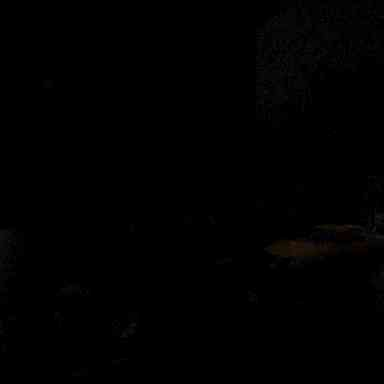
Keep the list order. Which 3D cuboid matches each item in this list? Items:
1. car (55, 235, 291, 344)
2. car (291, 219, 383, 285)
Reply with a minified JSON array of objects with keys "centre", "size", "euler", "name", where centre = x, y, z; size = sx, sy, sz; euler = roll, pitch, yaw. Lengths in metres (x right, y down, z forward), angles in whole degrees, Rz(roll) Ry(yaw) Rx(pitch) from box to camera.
[{"centre":[-0.315,1.566,6.447],"size":[4.313,1.339,1.947],"euler":[0,0,-36],"name":"car"},{"centre":[3.954,1.526,9.533],"size":[4.829,1.417,1.752],"euler":[0,0,-36],"name":"car"}]
